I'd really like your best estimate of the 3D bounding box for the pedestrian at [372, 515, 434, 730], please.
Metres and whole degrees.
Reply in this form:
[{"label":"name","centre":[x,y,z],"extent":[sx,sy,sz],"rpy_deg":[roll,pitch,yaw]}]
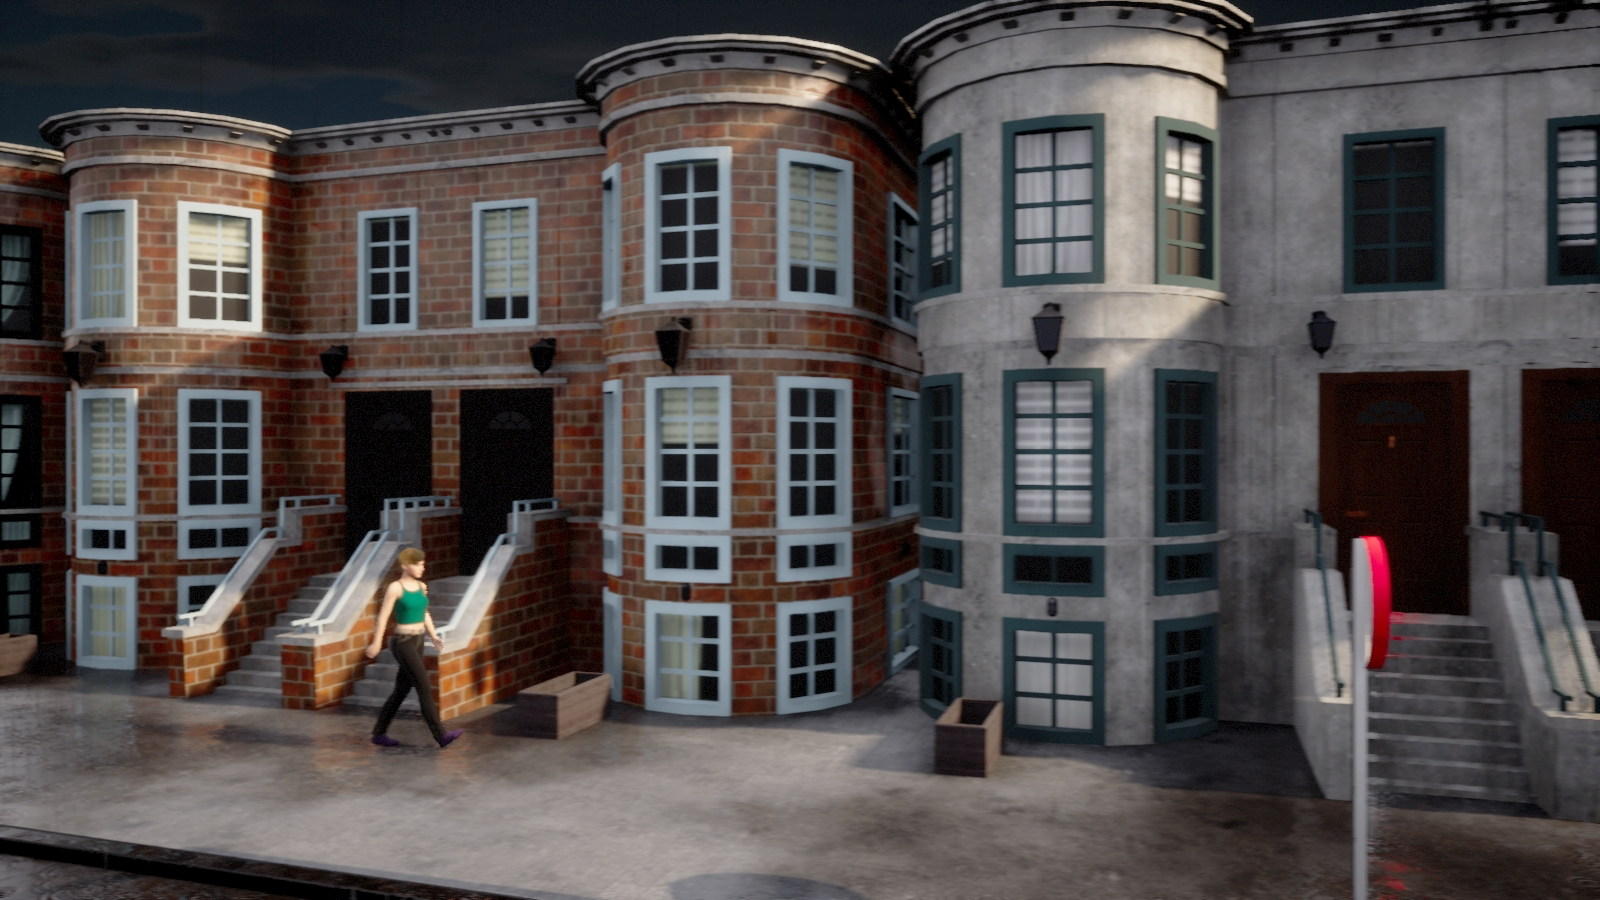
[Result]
[{"label":"pedestrian","centre":[-3.559,1.524,10.260],"extent":[0.375,1.860,0.375],"rpy_deg":[0,0,19]}]
